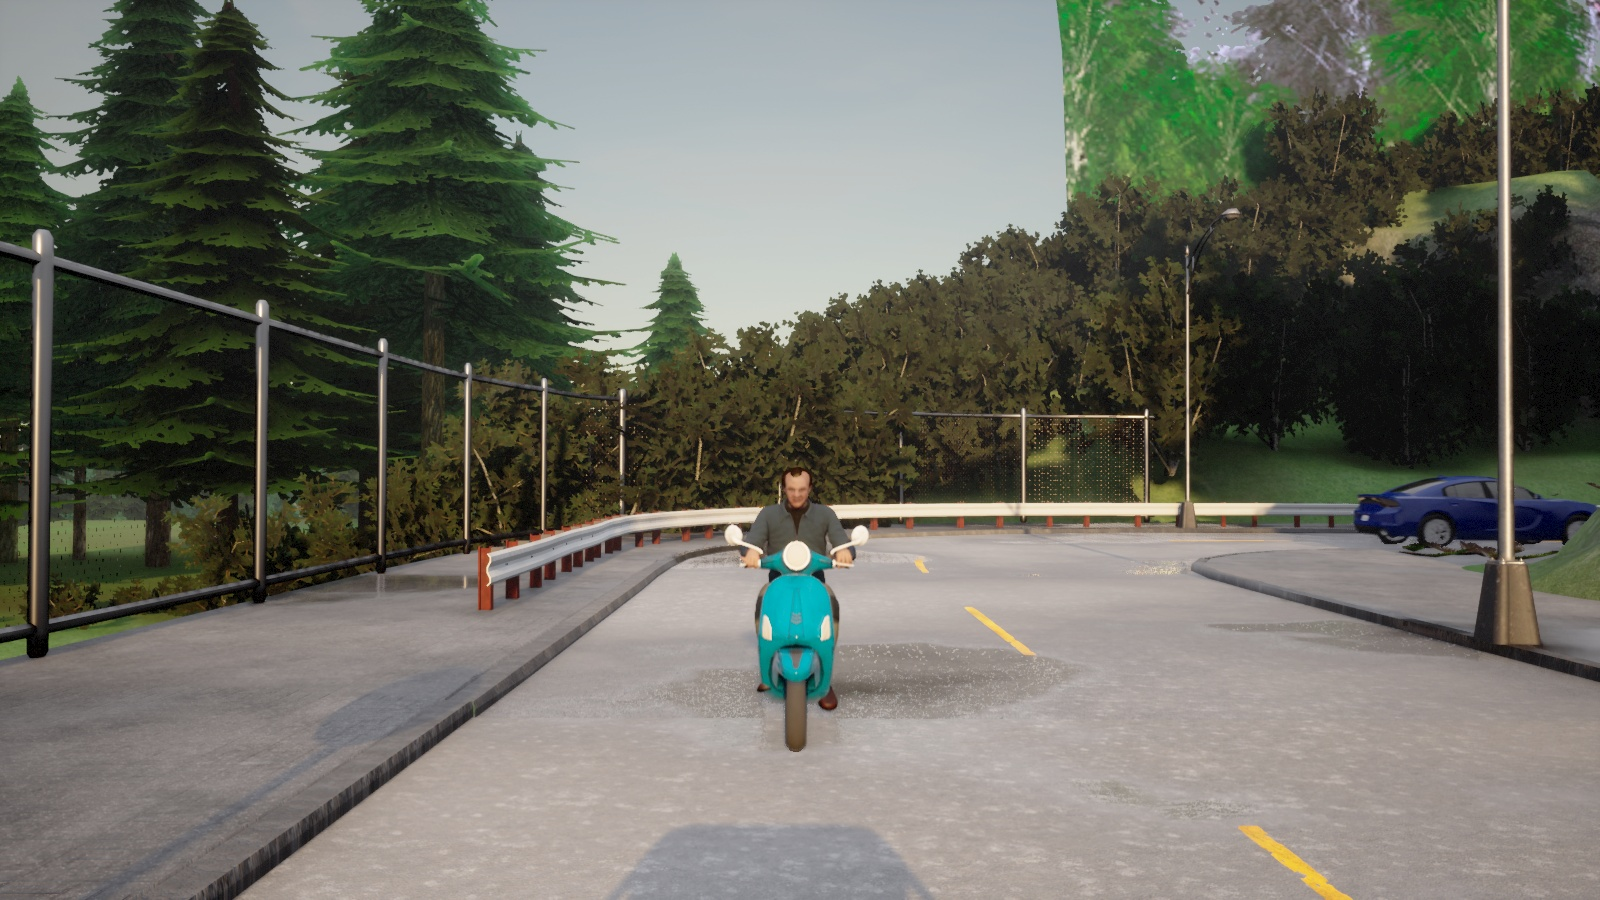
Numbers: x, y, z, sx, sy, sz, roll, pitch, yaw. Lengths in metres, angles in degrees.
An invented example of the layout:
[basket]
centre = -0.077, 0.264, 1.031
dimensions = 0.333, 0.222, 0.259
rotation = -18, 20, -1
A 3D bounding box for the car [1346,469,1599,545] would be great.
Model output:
[car]
centre = 14.502, 1.181, 26.650
dimensions = 5.008, 1.535, 1.882
rotation = 0, -1, -2

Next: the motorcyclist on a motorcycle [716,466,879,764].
[motorcyclist on a motorcycle]
centre = -0.014, 0.896, 7.637
dimensions = 0.866, 1.590, 1.817
rotation = 0, -1, 0
